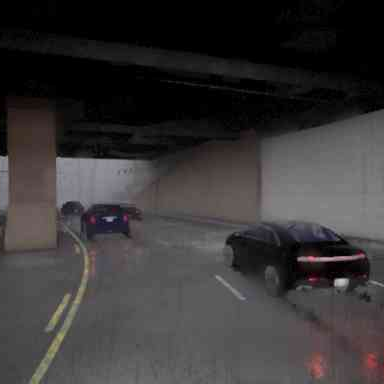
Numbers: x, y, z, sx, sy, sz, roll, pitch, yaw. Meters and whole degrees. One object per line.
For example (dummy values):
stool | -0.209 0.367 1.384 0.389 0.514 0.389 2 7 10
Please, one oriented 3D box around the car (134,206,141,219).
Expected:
car | -6.060 1.663 29.351 1.895 1.301 4.718 -1 0 -25

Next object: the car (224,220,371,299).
car | 2.271 1.468 8.534 2.128 1.511 4.902 0 0 -12

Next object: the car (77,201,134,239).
car | -4.850 1.401 18.226 2.097 1.767 4.553 -1 0 -23

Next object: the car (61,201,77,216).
car | -12.123 1.649 33.921 1.812 1.442 4.674 -1 0 -26
